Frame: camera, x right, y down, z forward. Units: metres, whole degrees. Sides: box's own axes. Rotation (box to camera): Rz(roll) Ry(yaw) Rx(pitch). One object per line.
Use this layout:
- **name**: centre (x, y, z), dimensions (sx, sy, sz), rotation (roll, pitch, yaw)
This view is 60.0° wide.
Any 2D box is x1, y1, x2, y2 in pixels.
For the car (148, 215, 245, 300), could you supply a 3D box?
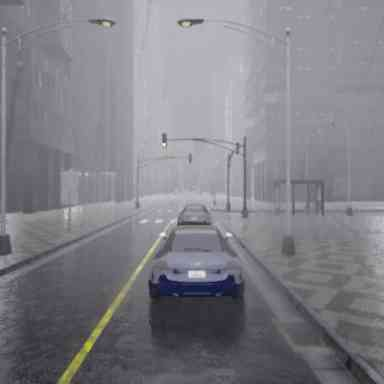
- **car**: centre (0.096, 1.511, 8.291), dimensions (1.994, 1.385, 4.181), rotation (0, 0, 0)

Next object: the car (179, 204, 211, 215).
- **car**: centre (0.189, 1.435, 20.408), dimensions (1.994, 1.385, 4.181), rotation (0, 0, 2)
